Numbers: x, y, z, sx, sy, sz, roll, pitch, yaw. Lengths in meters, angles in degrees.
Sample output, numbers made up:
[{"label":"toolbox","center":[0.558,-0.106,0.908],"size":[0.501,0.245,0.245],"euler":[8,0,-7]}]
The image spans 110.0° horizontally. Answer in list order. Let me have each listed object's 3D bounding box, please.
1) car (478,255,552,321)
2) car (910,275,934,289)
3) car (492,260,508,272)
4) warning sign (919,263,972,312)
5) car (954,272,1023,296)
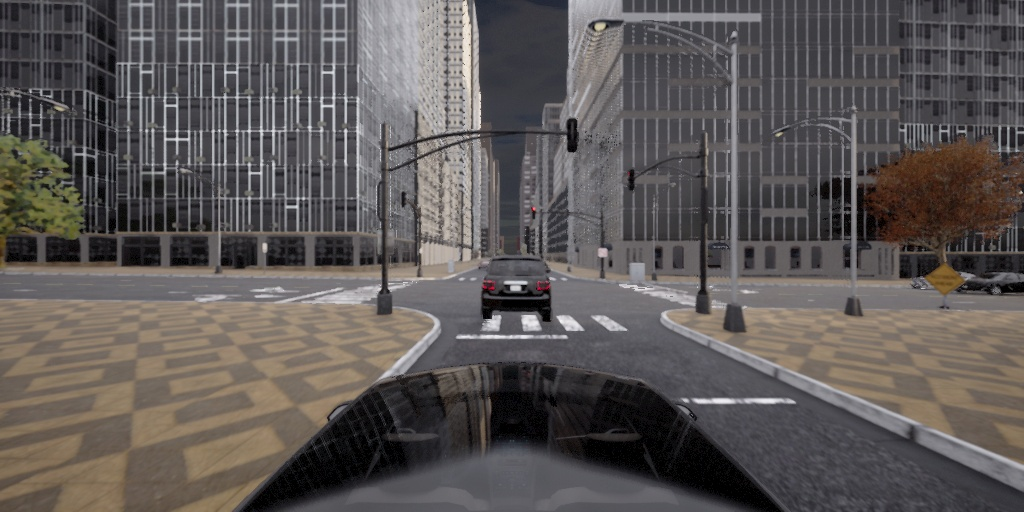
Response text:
[{"label":"car","center":[0.212,0.998,12.741],"size":[2.150,2.045,5.566],"euler":[0,0,2]},{"label":"car","center":[33.802,1.932,27.811],"size":[4.674,1.442,1.812],"euler":[1,0,-3]},{"label":"car","center":[-1.599,1.297,49.165],"size":[2.128,1.511,4.902],"euler":[0,0,0]},{"label":"warning sign","center":[17.258,1.216,14.307],"size":[1.060,1.860,1.300],"euler":[0,0,-3]},{"label":"car","center":[33.352,1.873,24.535],"size":[5.008,1.535,1.882],"euler":[1,0,-3]}]
